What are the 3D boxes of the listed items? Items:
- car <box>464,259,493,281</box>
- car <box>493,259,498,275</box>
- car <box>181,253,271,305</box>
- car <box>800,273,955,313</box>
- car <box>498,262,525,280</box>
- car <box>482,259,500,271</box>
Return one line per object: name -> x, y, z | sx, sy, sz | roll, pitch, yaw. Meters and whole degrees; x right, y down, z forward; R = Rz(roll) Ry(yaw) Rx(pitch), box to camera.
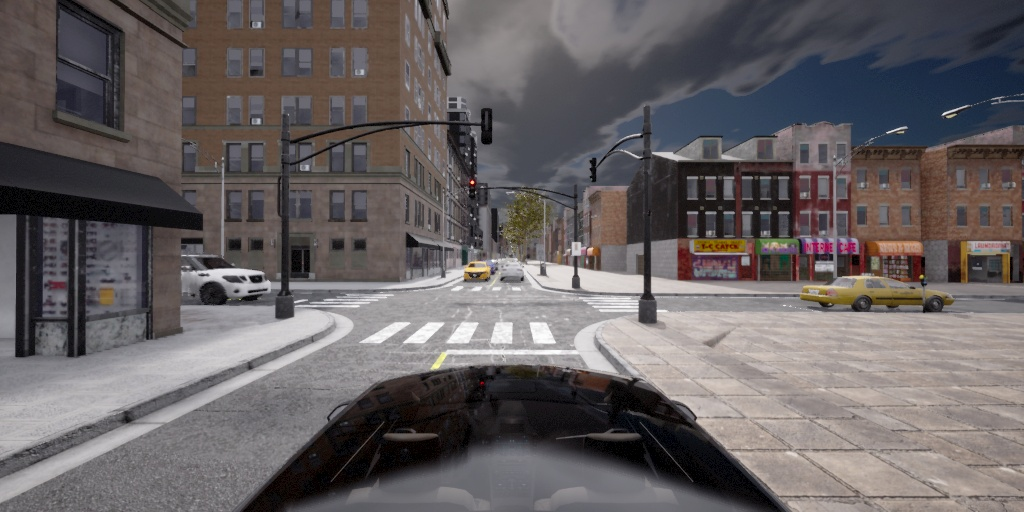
car -> -2.841, 1.214, 29.829 | 1.882, 1.535, 5.008 | 0, 0, 0
car -> -2.850, 1.208, 39.233 | 1.882, 1.535, 5.008 | 0, 0, 0
car -> -13.045, 0.897, 14.579 | 5.566, 2.045, 2.150 | 0, 0, 0
car -> 13.884, 1.346, 13.735 | 4.829, 1.417, 1.751 | 0, 0, 0
car -> 0.035, 1.261, 30.845 | 1.812, 1.442, 4.674 | 0, 0, 1
car -> -2.840, 1.219, 49.524 | 2.128, 1.511, 4.902 | 0, 0, 0
